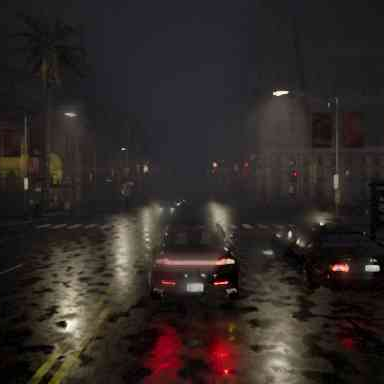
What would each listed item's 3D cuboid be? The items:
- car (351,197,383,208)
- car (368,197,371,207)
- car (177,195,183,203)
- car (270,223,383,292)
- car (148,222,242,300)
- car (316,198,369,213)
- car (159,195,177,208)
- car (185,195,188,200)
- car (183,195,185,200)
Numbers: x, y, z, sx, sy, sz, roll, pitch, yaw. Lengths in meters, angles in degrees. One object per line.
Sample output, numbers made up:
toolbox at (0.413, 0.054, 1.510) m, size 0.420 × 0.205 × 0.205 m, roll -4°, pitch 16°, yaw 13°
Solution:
car at (26.061, 1.455, 48.209) m, size 5.008 × 1.535 × 1.882 m, roll 0°, pitch 0°, yaw 0°
car at (25.441, 1.484, 44.699) m, size 4.892 × 1.490 × 1.837 m, roll 0°, pitch 0°, yaw 0°
car at (-3.500, 1.321, 66.179) m, size 2.097 × 1.767 × 4.553 m, roll 0°, pitch 0°, yaw 1°
car at (3.567, 1.543, 9.047) m, size 2.033 × 1.411 × 5.357 m, roll 0°, pitch 0°, yaw 0°
car at (0.063, 1.488, 8.347) m, size 2.128 × 1.511 × 4.902 m, roll 0°, pitch 0°, yaw 0°
car at (16.262, 1.584, 36.390) m, size 4.718 × 1.301 × 1.895 m, roll 0°, pitch 0°, yaw -1°
car at (-3.574, 1.455, 47.623) m, size 1.882 × 1.535 × 5.008 m, roll 0°, pitch 0°, yaw 0°
car at (-2.437, 1.497, 92.511) m, size 2.033 × 1.411 × 5.357 m, roll 0°, pitch 0°, yaw 10°
car at (-3.461, 1.489, 78.595) m, size 2.128 × 1.511 × 4.902 m, roll 0°, pitch 0°, yaw 0°
